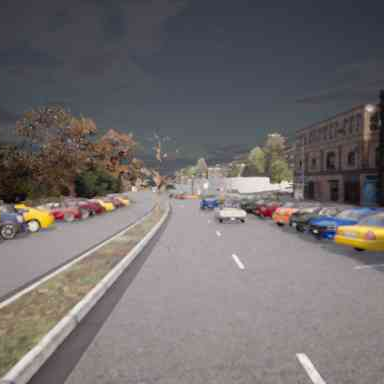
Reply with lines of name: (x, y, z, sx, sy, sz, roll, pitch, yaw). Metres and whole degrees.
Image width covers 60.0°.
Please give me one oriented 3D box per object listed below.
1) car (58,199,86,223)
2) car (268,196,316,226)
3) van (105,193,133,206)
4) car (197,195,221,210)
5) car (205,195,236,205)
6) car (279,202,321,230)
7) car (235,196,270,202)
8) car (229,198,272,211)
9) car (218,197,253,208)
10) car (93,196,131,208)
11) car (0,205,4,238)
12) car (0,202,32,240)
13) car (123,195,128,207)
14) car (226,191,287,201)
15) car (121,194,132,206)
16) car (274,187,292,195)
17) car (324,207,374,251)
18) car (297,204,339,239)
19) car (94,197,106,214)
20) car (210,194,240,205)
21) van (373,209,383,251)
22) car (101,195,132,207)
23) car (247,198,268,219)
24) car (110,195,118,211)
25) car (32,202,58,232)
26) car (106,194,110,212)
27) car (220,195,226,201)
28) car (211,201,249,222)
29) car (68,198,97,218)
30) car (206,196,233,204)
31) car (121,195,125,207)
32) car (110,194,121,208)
car: (-10.721, 1.536, 24.881, 4.792, 1.488, 2.163, -1, 0, -21)
car: (7.607, 1.349, 21.439, 4.553, 1.767, 2.185, 1, 0, -21)
van: (-12.589, 1.284, 57.458, 4.442, 1.987, 1.878, -1, 0, -25)
car: (2.091, 1.467, 42.680, 1.882, 1.535, 5.008, 0, 0, -3)
car: (5.231, 1.451, 60.561, 5.366, 1.575, 1.946, 1, 0, -26)
car: (7.667, 1.478, 18.420, 4.892, 1.521, 2.231, 1, 0, -21)
car: (7.275, 1.469, 33.520, 5.008, 1.535, 2.097, 1, 0, -23)
car: (6.974, 1.505, 39.560, 4.674, 1.452, 2.002, 1, 0, -23)
car: (6.403, 1.501, 48.604, 4.674, 1.452, 2.002, 1, 0, -24)
car: (-12.338, 1.510, 51.429, 5.366, 1.575, 1.946, -1, 0, -24)
car: (-10.472, 1.506, 13.039, 4.892, 1.521, 2.231, -1, 0, -20)
car: (-10.483, 1.379, 16.017, 4.553, 1.767, 2.185, -1, 0, -21)
car: (-11.716, 1.550, 45.601, 4.674, 1.452, 2.002, -1, 0, -24)
car: (7.112, 1.215, 36.523, 5.566, 2.045, 2.435, 1, 0, -23)
car: (-11.770, 1.504, 48.635, 5.366, 1.575, 1.946, -1, 0, -24)
car: (19.920, 0.172, 75.810, 2.002, 1.452, 4.674, -7, 4, -30)
car: (7.908, 1.479, 12.459, 5.366, 1.575, 1.946, 1, 0, -20)
car: (7.724, 1.478, 15.402, 5.008, 1.535, 2.097, 1, 0, -21)
car: (-10.890, 1.506, 30.818, 5.008, 1.535, 2.097, -1, 0, -22)
car: (5.709, 1.332, 57.647, 4.553, 1.767, 2.185, 1, 0, -25)
van: (7.644, 1.253, 9.331, 4.442, 1.987, 1.878, 1, 0, -20)
car: (-12.391, 1.385, 54.470, 4.553, 1.767, 2.185, -1, 0, -25)
car: (7.480, 1.472, 27.485, 5.008, 1.535, 2.097, 1, 0, -22)
car: (-11.342, 1.508, 36.659, 5.366, 1.575, 1.946, -1, 0, -23)
car: (-10.547, 1.506, 18.972, 5.008, 1.535, 2.097, -1, 0, -21)
car: (-11.058, 1.382, 33.769, 4.553, 1.767, 2.185, -1, 0, -22)
car: (6.619, 1.503, 45.587, 4.674, 1.452, 2.002, 1, 0, -24)
car: (2.844, 1.594, 25.874, 1.895, 1.301, 4.718, 0, 0, -2)
car: (-10.757, 1.536, 27.875, 4.792, 1.488, 2.163, -1, 0, -22)
car: (5.286, 1.490, 63.622, 4.792, 1.488, 2.163, 1, 0, -26)
car: (-11.514, 1.549, 42.647, 4.674, 1.452, 2.002, -1, 0, -23)
car: (-11.309, 1.382, 39.701, 4.553, 1.767, 2.185, -1, 0, -23)
